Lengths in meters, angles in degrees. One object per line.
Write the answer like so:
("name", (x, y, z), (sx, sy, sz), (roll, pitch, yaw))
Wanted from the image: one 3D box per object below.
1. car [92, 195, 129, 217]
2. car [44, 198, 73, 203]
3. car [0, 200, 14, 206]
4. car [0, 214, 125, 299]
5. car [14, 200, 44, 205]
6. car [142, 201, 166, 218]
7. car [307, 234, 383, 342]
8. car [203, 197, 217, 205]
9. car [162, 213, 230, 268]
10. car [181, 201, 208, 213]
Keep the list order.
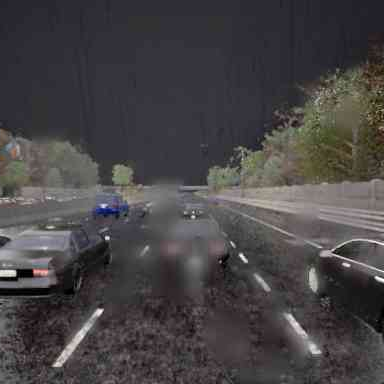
("car", (-6.908, 1.255, 28.630), (2.150, 2.045, 5.566), (0, 0, 0))
("car", (-17.581, 1.551, 45.229), (2.128, 1.511, 4.902), (0, 0, 0))
("car", (-24.584, 1.657, 43.601), (1.895, 1.301, 4.718), (0, 0, 0))
("car", (-3.403, 1.556, 8.673), (2.033, 1.411, 5.357), (0, 0, 0))
("car", (-21.085, 1.657, 44.130), (1.895, 1.301, 4.718), (0, 0, 0))
("car", (-3.406, 1.562, 30.456), (1.812, 1.442, 4.674), (0, 0, 0))
("car", (3.533, 1.475, 5.679), (1.837, 1.490, 4.892), (0, 0, 0))
("car", (3.489, 1.587, 60.337), (1.812, 1.442, 4.674), (0, 0, 0))
("car", (0.101, 1.612, 11.342), (1.895, 1.301, 4.718), (0, 0, 0))
("car", (0.098, 1.634, 27.942), (1.895, 1.301, 4.718), (0, 0, 0))
